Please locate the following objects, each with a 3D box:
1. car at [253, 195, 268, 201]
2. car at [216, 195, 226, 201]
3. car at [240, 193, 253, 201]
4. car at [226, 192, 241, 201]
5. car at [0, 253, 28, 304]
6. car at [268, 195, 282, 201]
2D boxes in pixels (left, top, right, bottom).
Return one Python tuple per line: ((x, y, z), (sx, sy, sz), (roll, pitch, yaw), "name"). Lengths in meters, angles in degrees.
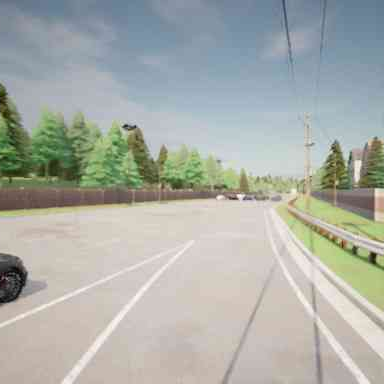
((17.578, 1.601, 84.643), (2.128, 1.511, 4.902), (0, 0, 18), "car")
((7.746, 1.558, 88.353), (1.812, 1.442, 4.674), (0, 0, 18), "car")
((14.388, 1.587, 86.143), (1.812, 1.442, 4.674), (0, 0, 18), "car")
((10.936, 1.525, 86.853), (1.882, 1.535, 5.008), (0, 0, 18), "car")
((-4.979, 1.504, 5.473), (1.812, 1.442, 4.674), (0, 0, 18), "car")
((20.899, 1.630, 83.538), (2.033, 1.411, 5.357), (0, 0, 18), "car")
